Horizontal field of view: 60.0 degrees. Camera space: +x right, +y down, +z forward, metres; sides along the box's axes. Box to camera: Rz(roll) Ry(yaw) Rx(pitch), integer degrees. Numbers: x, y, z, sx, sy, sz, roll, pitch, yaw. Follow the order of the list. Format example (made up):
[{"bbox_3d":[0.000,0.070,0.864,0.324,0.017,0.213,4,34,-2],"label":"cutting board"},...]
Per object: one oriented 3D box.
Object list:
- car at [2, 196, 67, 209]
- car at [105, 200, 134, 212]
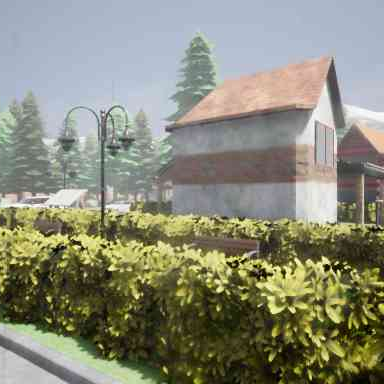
[{"bbox_3d":[-13.725,1.384,29.123,2.150,2.045,5.566,0,0,36],"label":"car"},{"bbox_3d":[-7.899,1.688,37.187,1.812,1.442,4.674,0,0,37],"label":"car"}]
